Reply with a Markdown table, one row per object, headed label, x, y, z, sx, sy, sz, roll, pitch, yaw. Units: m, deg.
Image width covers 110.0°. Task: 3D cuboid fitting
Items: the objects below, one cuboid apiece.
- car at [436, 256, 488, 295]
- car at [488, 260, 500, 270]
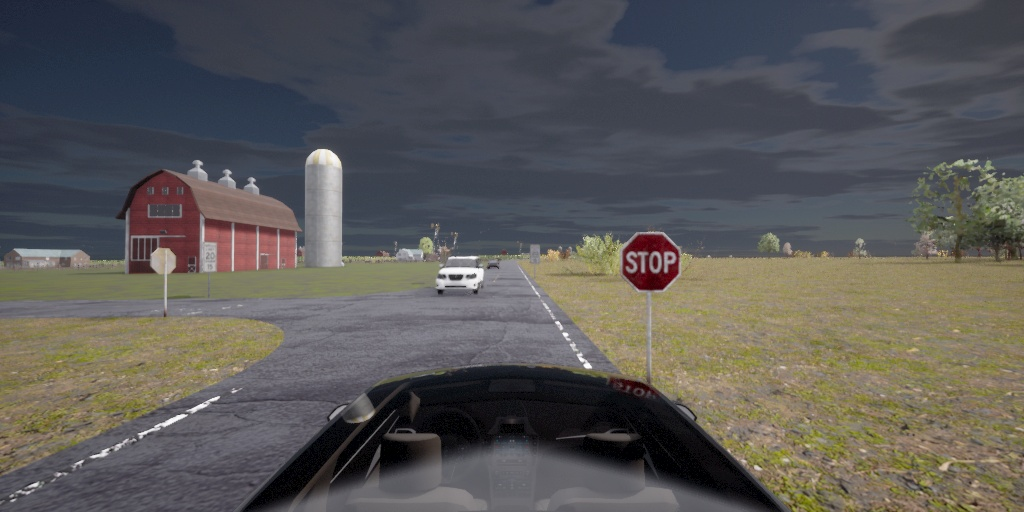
| label | x | y | z | sx | sy | sz | roll | pitch | yaw |
| --- | --- | --- | --- | --- | --- | --- | --- | --- | --- |
| car | -2.778 | 1.013 | 20.356 | 2.150 | 2.045 | 5.566 | 0 | 0 | 0 |
| car | -2.830 | 1.355 | 55.809 | 2.033 | 1.411 | 5.357 | 0 | 0 | 0 |
